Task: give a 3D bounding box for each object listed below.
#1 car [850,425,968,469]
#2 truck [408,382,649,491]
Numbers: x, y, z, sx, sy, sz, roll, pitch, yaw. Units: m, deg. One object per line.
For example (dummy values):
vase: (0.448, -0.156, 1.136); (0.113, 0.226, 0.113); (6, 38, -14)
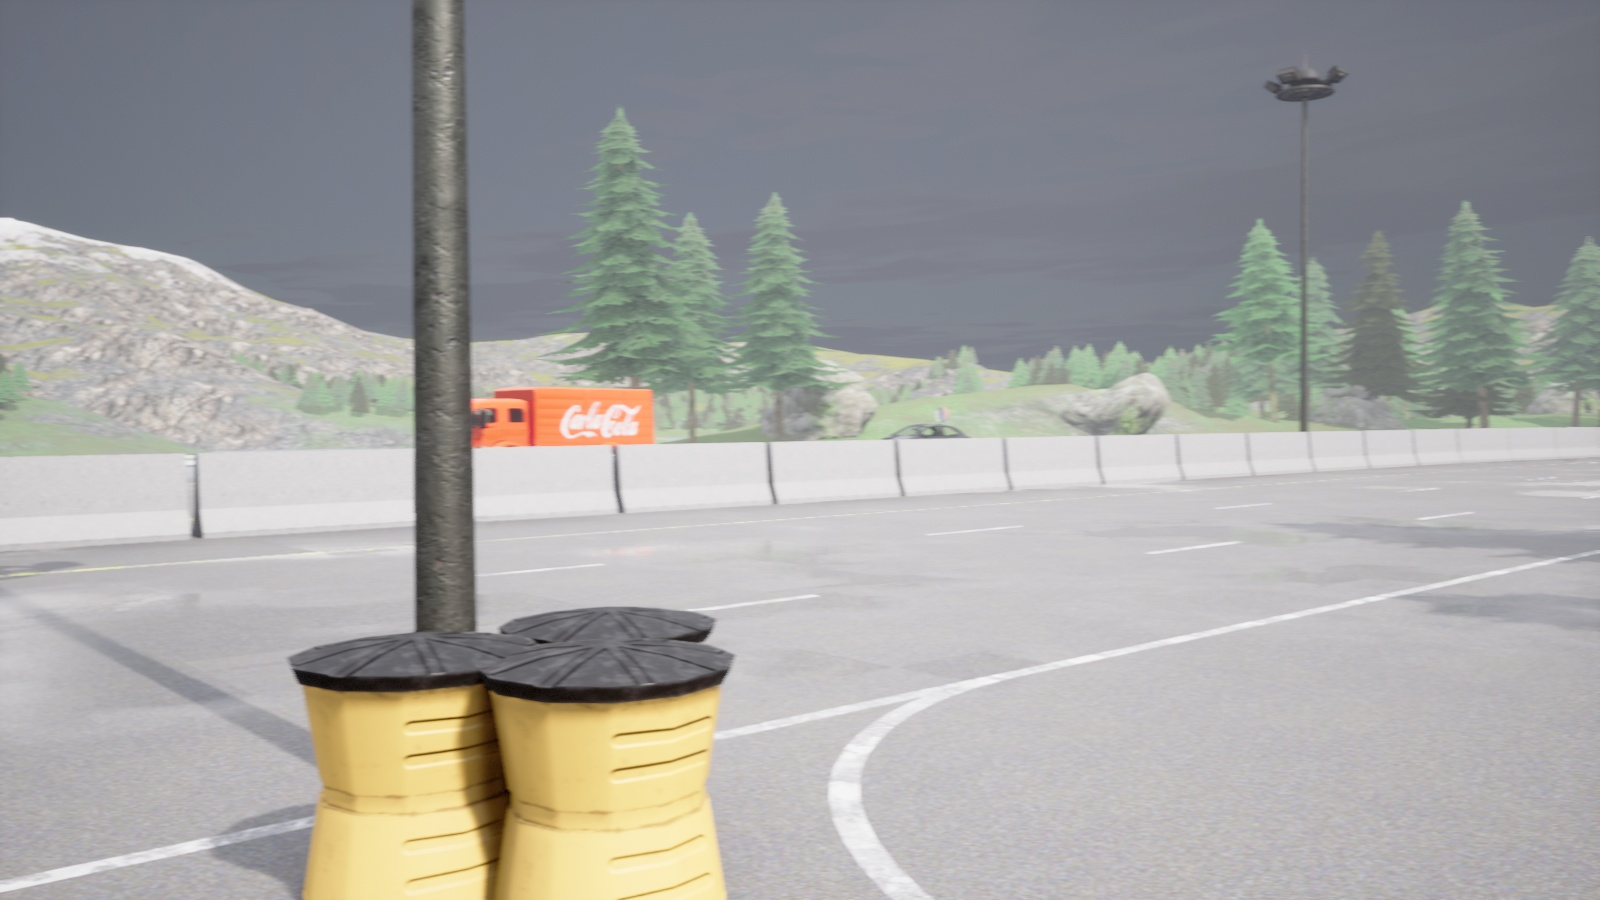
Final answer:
car: (3.927, -0.148, 44.965); (4.193, 1.474, 1.816); (-1, 2, -41)
truck: (-6.648, -0.356, 31.094); (5.204, 2.467, 2.627); (-1, 2, -41)
